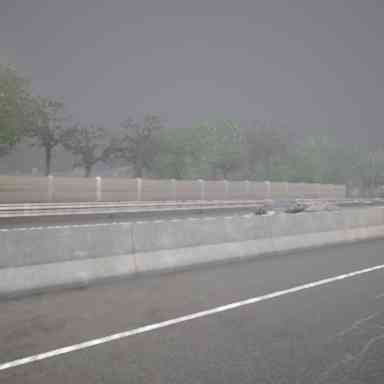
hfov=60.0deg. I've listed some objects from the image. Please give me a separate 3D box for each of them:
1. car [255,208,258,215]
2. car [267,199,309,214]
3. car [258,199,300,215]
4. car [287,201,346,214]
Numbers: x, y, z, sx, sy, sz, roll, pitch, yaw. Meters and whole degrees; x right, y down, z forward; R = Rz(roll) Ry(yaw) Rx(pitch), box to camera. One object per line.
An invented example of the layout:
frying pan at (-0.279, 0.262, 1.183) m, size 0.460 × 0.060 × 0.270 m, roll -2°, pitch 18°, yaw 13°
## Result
car at (7.873, 1.595, 30.997) m, size 4.181 × 1.385 × 1.994 m, roll 0°, pitch 0°, yaw -35°
car at (10.512, 1.545, 36.256) m, size 4.892 × 1.490 × 1.837 m, roll 0°, pitch 0°, yaw -38°
car at (8.018, 1.518, 26.821) m, size 4.902 × 1.511 × 2.128 m, roll 0°, pitch 0°, yaw -35°
car at (9.050, 1.550, 23.266) m, size 4.674 × 1.442 × 1.812 m, roll 0°, pitch 0°, yaw -35°
